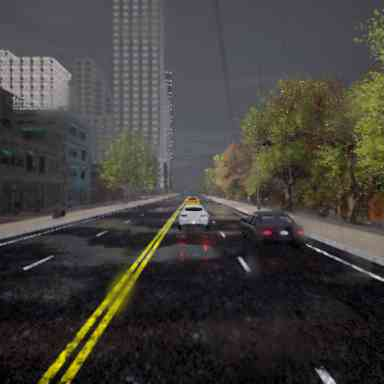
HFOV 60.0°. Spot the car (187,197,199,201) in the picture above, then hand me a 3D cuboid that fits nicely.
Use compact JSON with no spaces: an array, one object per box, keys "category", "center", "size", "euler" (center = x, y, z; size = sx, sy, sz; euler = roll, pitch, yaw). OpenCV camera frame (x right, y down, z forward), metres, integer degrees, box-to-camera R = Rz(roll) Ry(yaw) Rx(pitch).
[{"category":"car","center":[0.090,1.468,47.062],"size":[1.882,1.535,5.008],"euler":[0,0,0]}]

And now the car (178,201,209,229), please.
[{"category":"car","center":[0.096,1.523,21.472],"size":[1.812,1.442,4.674],"euler":[0,0,0]}]

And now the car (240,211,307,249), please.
[{"category":"car","center":[3.346,1.546,14.577],"size":[2.033,1.411,5.357],"euler":[0,0,0]}]
